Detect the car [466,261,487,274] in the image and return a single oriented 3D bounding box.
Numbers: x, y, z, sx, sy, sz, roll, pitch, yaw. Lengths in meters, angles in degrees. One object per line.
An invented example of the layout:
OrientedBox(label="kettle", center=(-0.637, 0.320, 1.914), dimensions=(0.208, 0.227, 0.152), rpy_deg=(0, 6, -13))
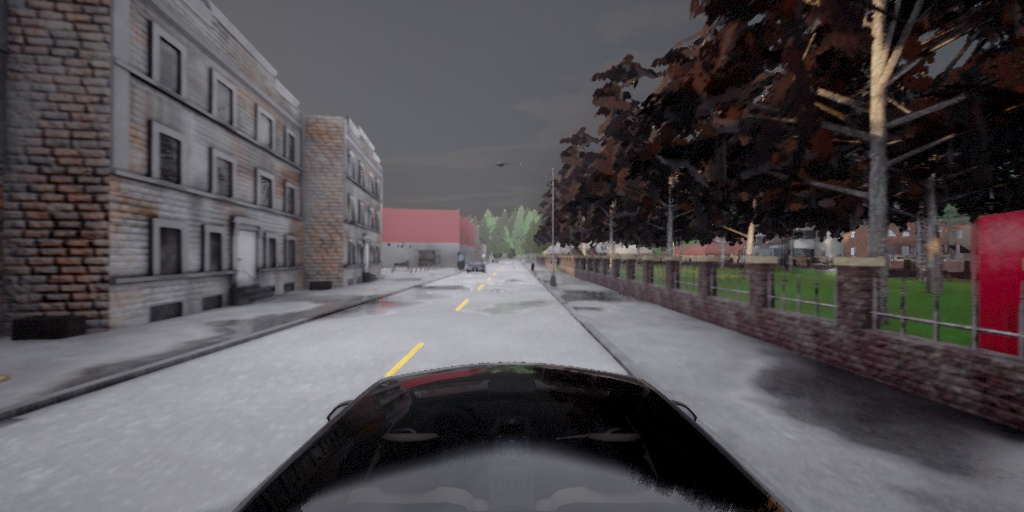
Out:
OrientedBox(label="car", center=(-3.963, 1.275, 40.397), dimensions=(1.994, 1.385, 4.181), rpy_deg=(0, 0, 0))
